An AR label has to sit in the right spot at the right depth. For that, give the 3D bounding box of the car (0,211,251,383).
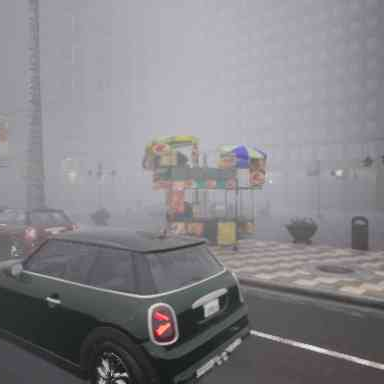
[{"bbox_3d":[-1.500,1.352,5.063,4.553,1.767,2.097,0,0,36],"label":"car"}]

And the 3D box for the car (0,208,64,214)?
[{"bbox_3d":[-6.164,1.354,12.076,4.553,1.767,2.185,0,0,36],"label":"car"}]
